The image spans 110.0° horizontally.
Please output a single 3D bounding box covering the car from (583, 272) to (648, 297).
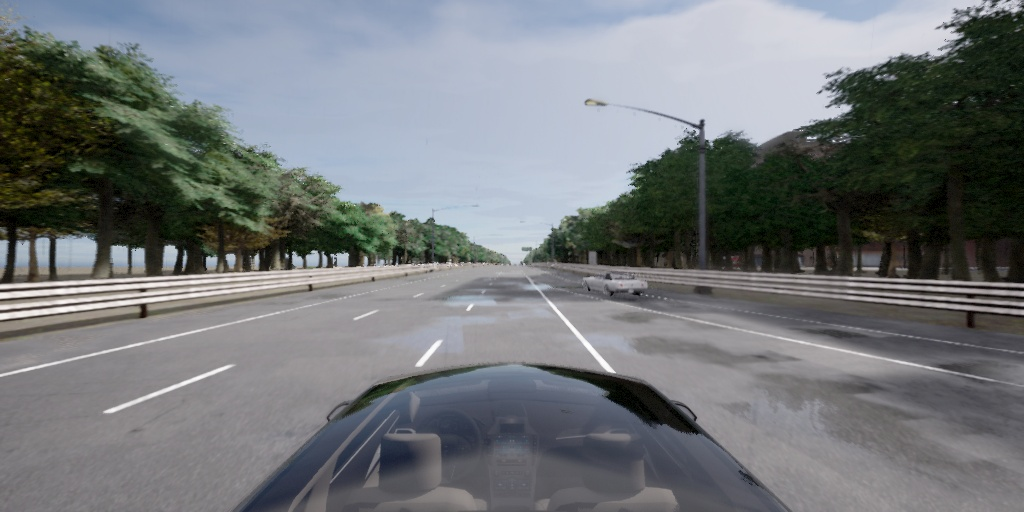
[{"bbox_3d":[5.776,1.576,20.819,1.895,1.301,4.718,0,-1,-11],"label":"car"}]
